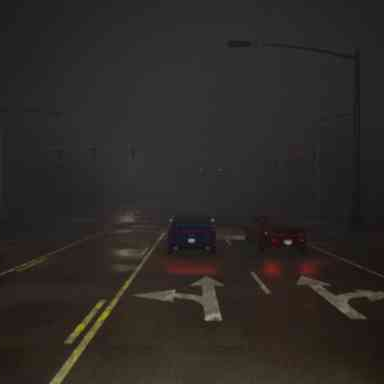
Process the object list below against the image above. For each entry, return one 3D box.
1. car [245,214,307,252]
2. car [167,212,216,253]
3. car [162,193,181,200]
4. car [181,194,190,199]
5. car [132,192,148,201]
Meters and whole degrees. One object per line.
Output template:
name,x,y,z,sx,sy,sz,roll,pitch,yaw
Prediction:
car,3.493,1.656,14.364,1.812,1.442,4.674,0,0,0
car,-0.006,1.609,14.469,1.882,1.535,5.008,0,0,0
car,-5.535,1.273,89.561,1.812,1.442,4.674,0,1,-29
car,-2.415,1.228,91.135,1.837,1.490,4.892,0,1,-29
car,-13.289,1.043,81.574,2.150,2.045,5.566,0,1,-23
